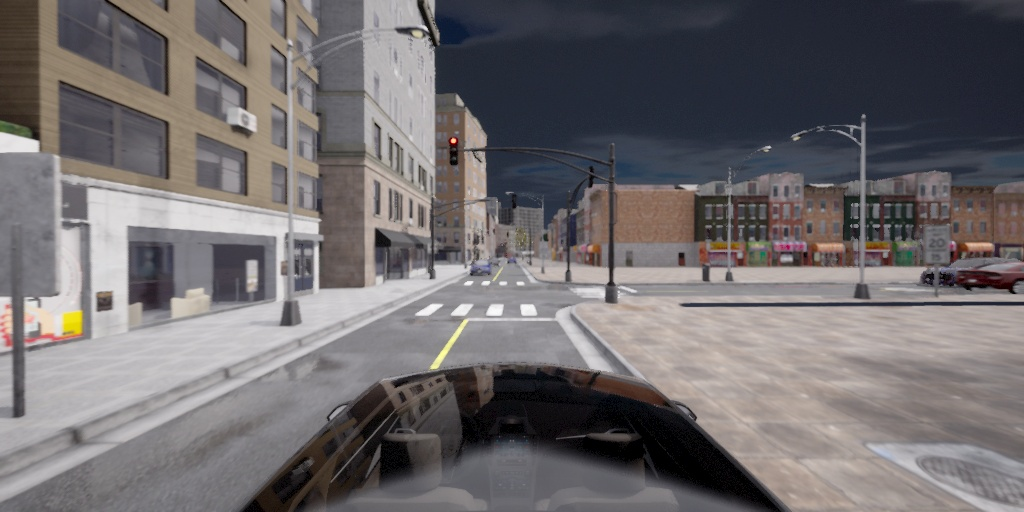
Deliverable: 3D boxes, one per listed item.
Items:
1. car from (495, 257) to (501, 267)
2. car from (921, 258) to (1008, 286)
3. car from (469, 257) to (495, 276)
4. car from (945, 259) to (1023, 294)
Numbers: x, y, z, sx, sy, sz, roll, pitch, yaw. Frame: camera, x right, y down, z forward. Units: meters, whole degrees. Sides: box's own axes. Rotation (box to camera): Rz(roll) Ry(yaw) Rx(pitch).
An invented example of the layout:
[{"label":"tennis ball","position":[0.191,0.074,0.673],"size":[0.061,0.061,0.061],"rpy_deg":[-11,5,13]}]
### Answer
[{"label":"car","position":[-2.792,0.952,55.217],"size":[1.837,1.490,4.892],"rpy_deg":[0,0,0]},{"label":"car","position":[26.359,0.886,20.399],"size":[4.553,1.767,2.097],"rpy_deg":[0,1,0]},{"label":"car","position":[-2.853,1.087,33.881],"size":[1.812,1.442,4.674],"rpy_deg":[0,0,0]},{"label":"car","position":[24.886,1.043,17.466],"size":[5.008,1.535,1.882],"rpy_deg":[0,1,0]}]
